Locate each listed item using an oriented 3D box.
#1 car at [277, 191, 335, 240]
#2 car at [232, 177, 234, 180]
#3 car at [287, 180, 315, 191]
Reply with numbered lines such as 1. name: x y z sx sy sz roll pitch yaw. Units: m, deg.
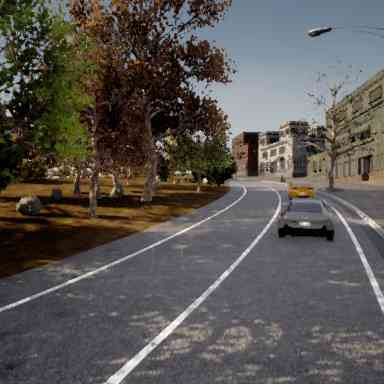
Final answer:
1. car: 4.555 0.918 13.233 1.994 1.385 4.181 0 4 20
2. car: 7.885 -3.450 73.627 1.882 1.535 5.008 1 4 -7
3. car: 9.038 -0.238 27.766 1.882 1.535 5.008 0 4 14
